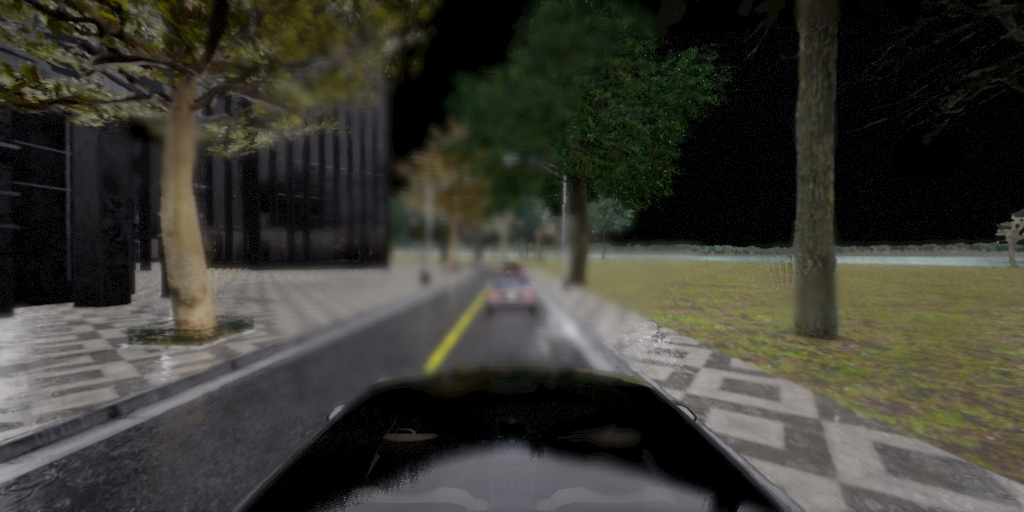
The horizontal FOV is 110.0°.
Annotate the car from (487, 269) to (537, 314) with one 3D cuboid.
[{"bbox_3d":[0.000,1.416,14.380,2.033,1.411,5.357,0,0,0],"label":"car"}]

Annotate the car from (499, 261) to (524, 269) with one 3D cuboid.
[{"bbox_3d":[-0.027,1.329,30.261,2.097,1.767,4.553,0,0,0],"label":"car"}]
